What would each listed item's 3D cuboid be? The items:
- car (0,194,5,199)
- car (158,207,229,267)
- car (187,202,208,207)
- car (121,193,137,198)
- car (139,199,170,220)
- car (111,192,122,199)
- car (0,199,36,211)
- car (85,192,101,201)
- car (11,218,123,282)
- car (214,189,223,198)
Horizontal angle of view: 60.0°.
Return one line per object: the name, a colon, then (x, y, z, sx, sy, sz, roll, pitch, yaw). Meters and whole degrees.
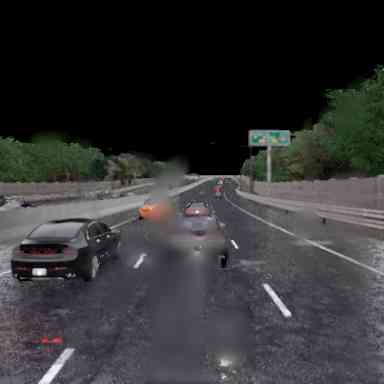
car: (-17.268, 1.199, 26.972, 2.150, 2.045, 5.566, 0, 0, 1)
car: (0.174, 1.508, 11.527, 2.128, 1.511, 4.902, 0, 0, 1)
car: (0.480, 1.541, 28.786, 1.994, 1.385, 4.181, 0, 0, 1)
car: (-12.117, 0.864, 66.400, 1.812, 1.442, 4.674, 0, 1, 3)
car: (-3.043, 1.333, 27.854, 2.097, 1.767, 4.553, 0, 0, 1)
car: (-15.456, 0.807, 69.231, 2.128, 1.511, 4.902, 0, 1, 3)
car: (-13.789, 1.511, 25.969, 1.812, 1.442, 4.674, 0, 0, 1)
car: (-19.205, 0.882, 65.020, 1.837, 1.490, 4.892, 0, 1, 3)
car: (-3.343, 1.517, 9.762, 1.837, 1.490, 4.892, 0, 0, 0)
car: (5.969, 0.651, 75.445, 1.994, 1.385, 4.181, 0, 2, 4)
